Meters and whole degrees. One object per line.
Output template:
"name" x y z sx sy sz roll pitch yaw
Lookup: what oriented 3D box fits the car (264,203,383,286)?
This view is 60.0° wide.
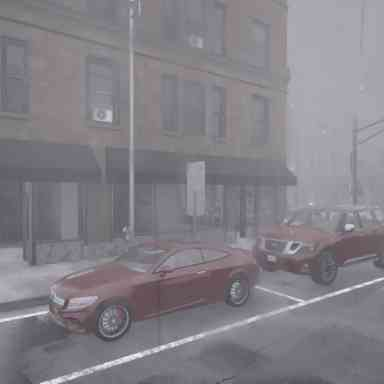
"car" 4.008 1.315 9.618 5.009 1.841 2.192 0 0 -35

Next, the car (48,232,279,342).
"car" -0.491 1.582 6.414 4.206 1.307 1.802 0 0 -35

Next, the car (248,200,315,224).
"car" 6.813 1.487 25.884 1.882 1.535 5.008 0 0 -35
